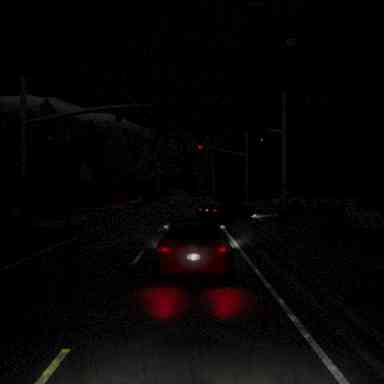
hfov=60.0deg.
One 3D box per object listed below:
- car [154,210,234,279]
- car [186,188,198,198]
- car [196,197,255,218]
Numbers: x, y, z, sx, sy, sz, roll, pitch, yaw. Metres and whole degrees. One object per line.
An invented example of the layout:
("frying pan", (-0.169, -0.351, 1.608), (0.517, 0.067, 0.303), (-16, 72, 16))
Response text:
("car", (0.064, 1.448, 9.701), (1.994, 1.385, 4.181), (0, 1, 1))
("car", (0.018, 0.240, 69.310), (2.150, 2.045, 5.566), (0, 1, 0))
("car", (2.614, 1.264, 24.430), (2.033, 1.411, 5.357), (0, 1, 39))
